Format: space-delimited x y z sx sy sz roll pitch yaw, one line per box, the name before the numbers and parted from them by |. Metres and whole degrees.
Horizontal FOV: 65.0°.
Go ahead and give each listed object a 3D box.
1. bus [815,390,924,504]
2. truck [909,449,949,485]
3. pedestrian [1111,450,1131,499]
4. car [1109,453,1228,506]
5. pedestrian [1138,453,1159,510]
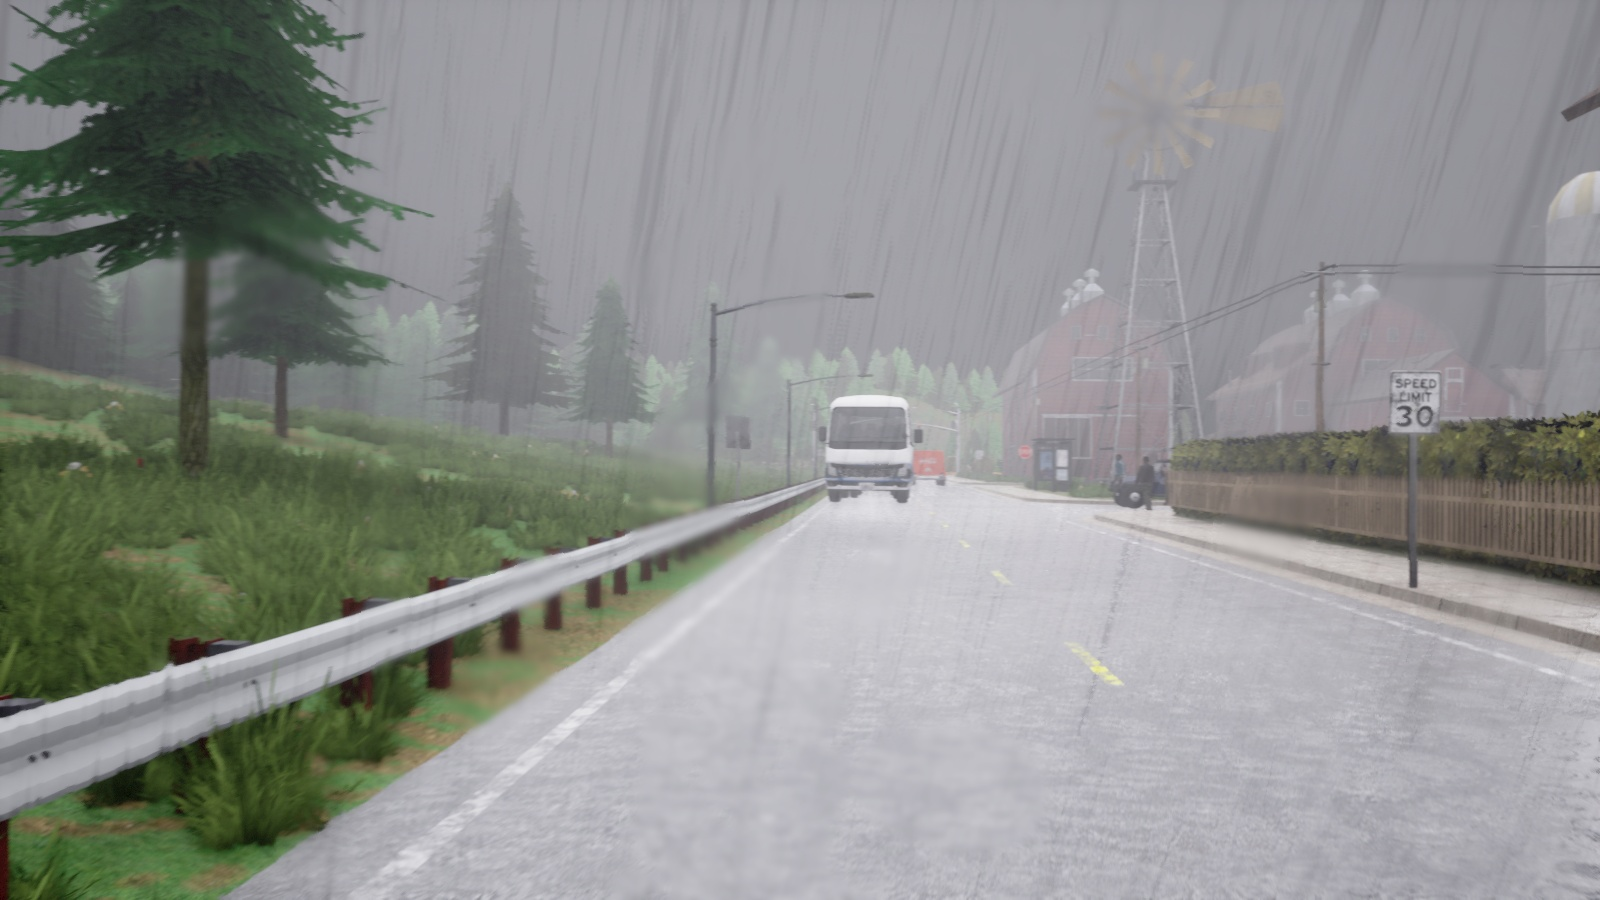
bus | 3.095 -0.066 52.095 3.944 4.253 10.273 0 -1 6
truck | 9.061 1.181 88.548 2.627 2.467 5.204 0 -1 4
pedestrian | 12.755 0.972 49.911 0.692 1.930 0.396 0 -1 -27
car | 13.436 1.077 45.941 3.866 1.878 1.905 0 -1 3
pedestrian | 11.233 1.011 40.460 0.431 1.840 0.703 0 -1 -5
